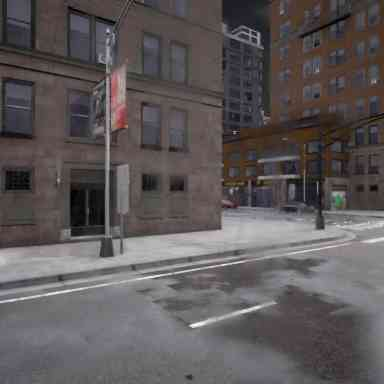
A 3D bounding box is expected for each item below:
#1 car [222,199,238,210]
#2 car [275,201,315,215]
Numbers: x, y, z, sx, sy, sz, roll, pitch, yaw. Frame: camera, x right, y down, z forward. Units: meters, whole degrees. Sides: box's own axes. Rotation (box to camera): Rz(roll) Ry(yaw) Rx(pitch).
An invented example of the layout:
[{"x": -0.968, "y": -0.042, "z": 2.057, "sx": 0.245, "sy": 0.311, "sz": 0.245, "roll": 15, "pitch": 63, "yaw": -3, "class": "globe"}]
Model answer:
[{"x": 4.190, "y": 1.594, "z": 43.285, "sx": 1.802, "sy": 1.307, "sz": 4.206, "roll": 0, "pitch": 0, "yaw": -35, "class": "car"}, {"x": 10.548, "y": 1.580, "z": 34.281, "sx": 1.947, "sy": 1.339, "sz": 4.313, "roll": 0, "pitch": 0, "yaw": -35, "class": "car"}]
